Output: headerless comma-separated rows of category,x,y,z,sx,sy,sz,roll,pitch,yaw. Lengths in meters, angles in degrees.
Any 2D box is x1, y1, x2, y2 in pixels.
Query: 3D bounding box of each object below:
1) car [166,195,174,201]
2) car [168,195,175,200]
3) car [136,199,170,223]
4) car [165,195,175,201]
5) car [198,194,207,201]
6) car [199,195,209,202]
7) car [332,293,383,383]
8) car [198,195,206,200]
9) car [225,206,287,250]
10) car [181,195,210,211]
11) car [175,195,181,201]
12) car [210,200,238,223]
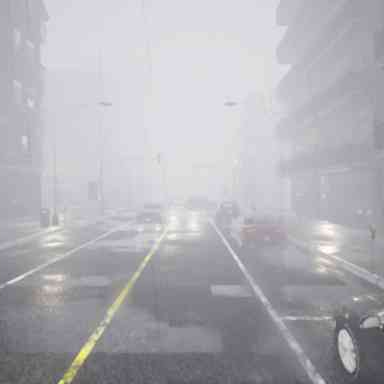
car,-5.668,1.524,86.123,1.947,1.339,4.313,-1,0,0
car,-5.669,1.482,91.624,1.752,1.417,4.829,-1,0,0
car,-3.048,1.528,25.885,2.033,1.411,5.357,0,0,1
car,-5.669,1.485,80.283,1.752,1.417,4.829,-1,0,0
car,2.677,1.397,86.087,1.967,1.590,4.097,-1,0,0
car,2.677,1.400,74.745,1.967,1.590,4.097,-1,0,0
car,2.680,1.548,2.720,2.008,1.369,4.403,-1,0,0
car,2.678,1.522,91.758,1.947,1.339,4.313,-1,0,0
car,2.679,1.533,14.090,1.887,1.381,4.507,-1,0,0
car,1.294,1.305,41.058,4.553,1.767,2.097,-1,1,0
car,-3.001,1.435,82.126,1.882,1.535,5.008,0,0,0
car,2.678,1.421,25.459,1.967,1.590,4.097,-1,0,0
